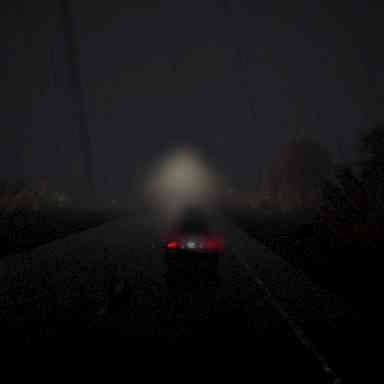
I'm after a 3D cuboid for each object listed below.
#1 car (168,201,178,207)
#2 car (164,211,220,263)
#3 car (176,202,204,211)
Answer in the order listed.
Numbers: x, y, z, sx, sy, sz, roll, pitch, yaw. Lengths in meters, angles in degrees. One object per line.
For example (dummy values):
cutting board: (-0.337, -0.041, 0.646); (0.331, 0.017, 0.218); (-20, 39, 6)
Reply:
car: (-3.549, 2.313, 64.571); (1.895, 1.301, 4.718); (0, -1, 0)
car: (0.004, 1.682, 12.547); (2.033, 1.411, 5.357); (0, -1, 0)
car: (0.006, 1.799, 28.509); (2.128, 1.511, 4.902); (0, 0, 0)
